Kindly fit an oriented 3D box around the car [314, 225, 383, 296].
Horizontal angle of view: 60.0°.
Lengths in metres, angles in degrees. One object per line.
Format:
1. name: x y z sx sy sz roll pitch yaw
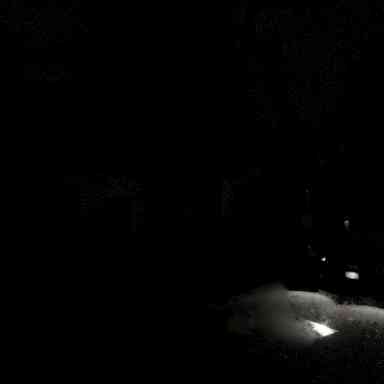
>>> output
1. car: 4.839 1.562 8.341 4.181 1.385 1.994 0 0 -42
